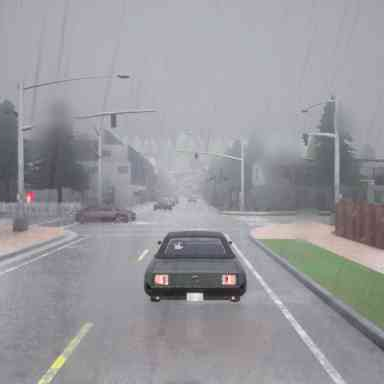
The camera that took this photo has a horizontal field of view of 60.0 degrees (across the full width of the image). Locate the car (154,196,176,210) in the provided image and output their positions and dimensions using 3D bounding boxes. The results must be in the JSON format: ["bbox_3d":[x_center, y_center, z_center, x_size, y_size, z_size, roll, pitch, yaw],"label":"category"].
[{"bbox_3d":[-3.572,1.352,41.988,2.097,1.767,4.553,0,0,0],"label":"car"}]

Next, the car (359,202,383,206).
[{"bbox_3d":[15.317,1.582,29.258,4.718,1.301,1.895,0,0,-8],"label":"car"}]

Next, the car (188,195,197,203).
[{"bbox_3d":[0.047,1.595,71.433,1.895,1.301,4.718,0,0,0],"label":"car"}]

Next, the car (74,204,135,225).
[{"bbox_3d":[-6.200,1.571,23.878,4.181,1.385,1.994,0,0,-3],"label":"car"}]

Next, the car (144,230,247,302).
[{"bbox_3d":[0.073,1.601,8.202,1.895,1.301,4.718,0,0,0],"label":"car"}]

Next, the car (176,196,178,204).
[{"bbox_3d":[-3.561,1.526,52.222,1.812,1.442,4.674,0,0,0],"label":"car"}]

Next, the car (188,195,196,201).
[{"bbox_3d":[0.051,1.478,81.469,1.882,1.535,5.008,0,0,0],"label":"car"}]
